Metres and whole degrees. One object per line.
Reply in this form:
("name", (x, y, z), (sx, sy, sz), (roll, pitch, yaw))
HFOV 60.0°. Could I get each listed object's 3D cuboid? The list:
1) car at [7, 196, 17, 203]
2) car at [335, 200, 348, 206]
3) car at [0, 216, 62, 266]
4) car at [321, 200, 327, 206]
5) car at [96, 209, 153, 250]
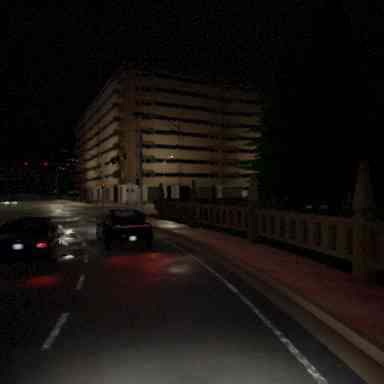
("car", (-40.447, 1.589, 74.680), (1.812, 1.442, 4.674), (0, 0, -27))
("car", (24.006, 1.325, 50.909), (5.008, 1.535, 1.882), (-1, 0, -26))
("car", (-5.620, 1.555, 11.520), (2.033, 1.411, 5.357), (0, 0, -20))
("car", (21.138, 1.081, 53.398), (5.566, 2.045, 2.150), (-1, 0, -27))
("car", (-3.025, 1.481, 14.443), (2.128, 1.511, 4.902), (0, 0, -21))
